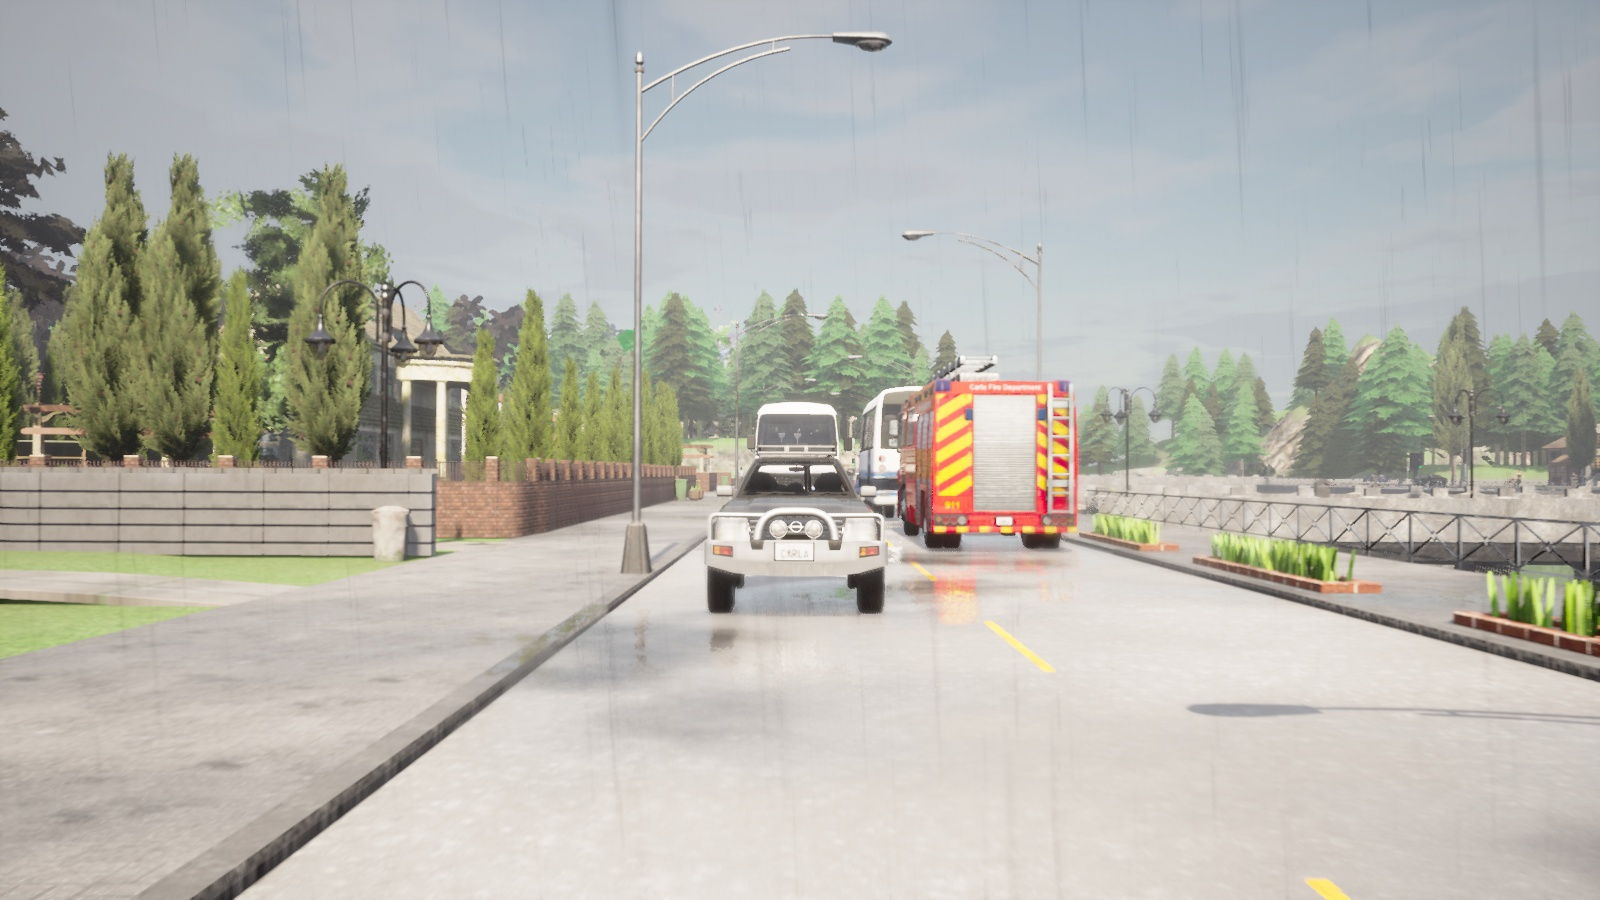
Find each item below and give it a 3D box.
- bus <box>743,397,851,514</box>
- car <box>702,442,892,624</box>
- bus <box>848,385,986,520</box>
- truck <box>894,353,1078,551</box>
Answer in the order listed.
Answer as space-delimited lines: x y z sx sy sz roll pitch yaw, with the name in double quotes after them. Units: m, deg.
-0.125 0.293 51.013 3.944 4.253 10.273 0 -1 0 "bus"
-0.036 0.885 15.162 1.932 1.855 4.605 0 -1 0 "car"
3.889 0.173 44.848 3.944 4.253 10.273 0 -1 0 "bus"
3.929 0.113 28.602 2.891 3.827 8.468 0 -1 0 "truck"
